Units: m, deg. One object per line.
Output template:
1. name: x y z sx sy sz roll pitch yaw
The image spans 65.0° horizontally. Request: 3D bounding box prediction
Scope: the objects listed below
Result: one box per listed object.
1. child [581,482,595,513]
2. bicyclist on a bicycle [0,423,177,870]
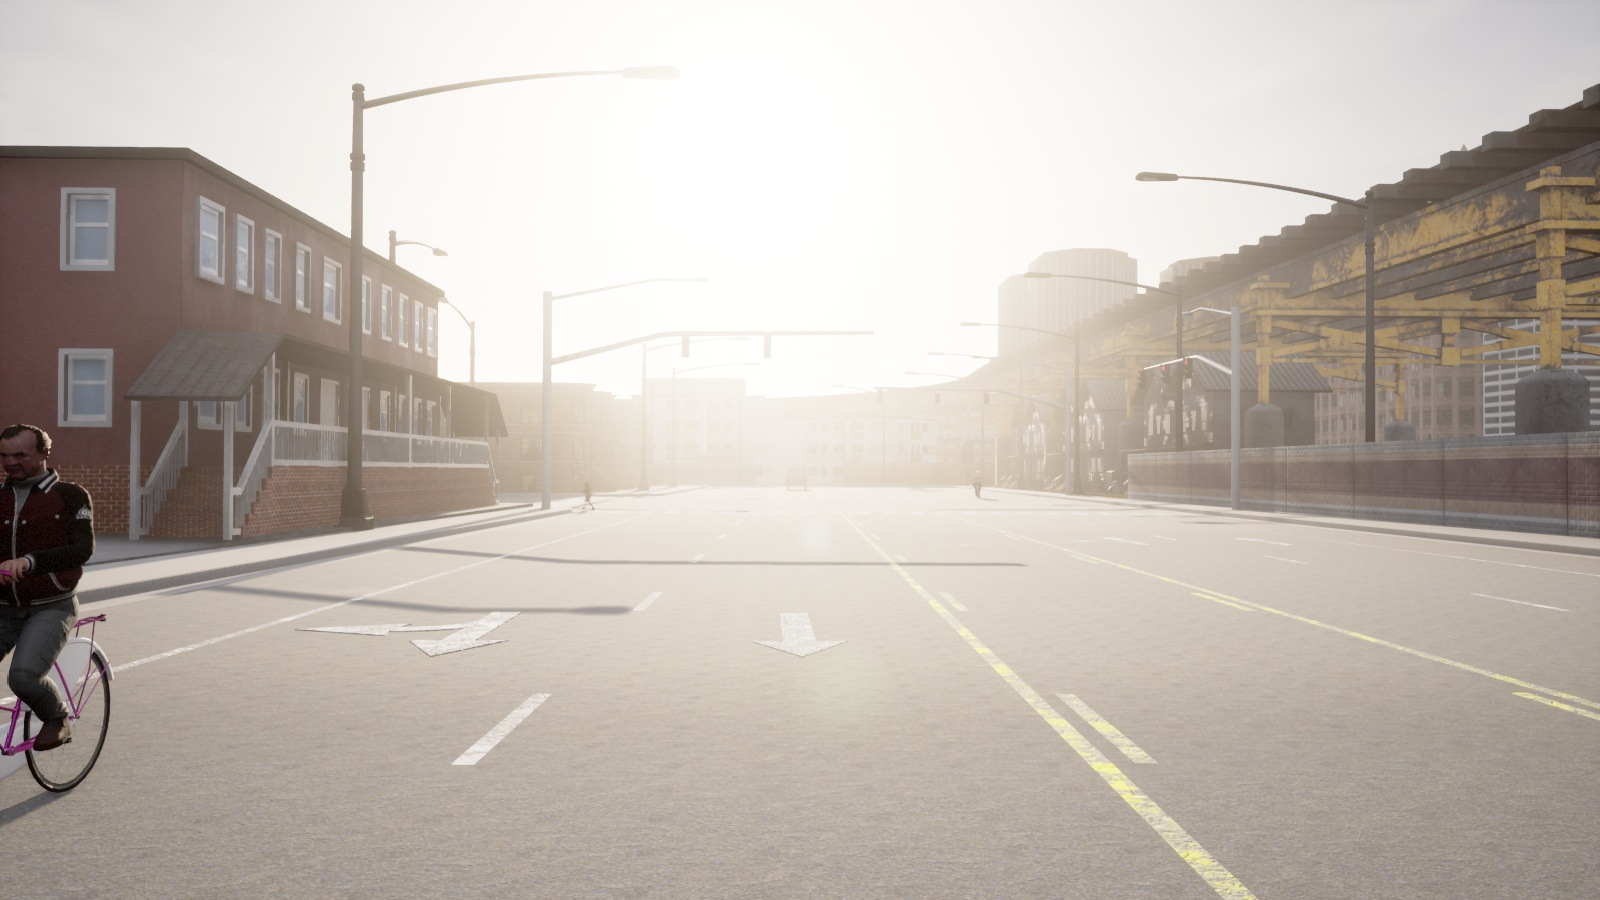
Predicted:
1. child: -8.127 1.818 48.128 0.473 1.160 0.299 0 -1 8
2. bicyclist on a bicycle: -3.513 0.791 5.486 0.659 1.776 1.843 0 -1 0
